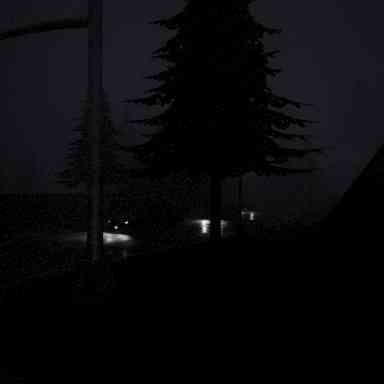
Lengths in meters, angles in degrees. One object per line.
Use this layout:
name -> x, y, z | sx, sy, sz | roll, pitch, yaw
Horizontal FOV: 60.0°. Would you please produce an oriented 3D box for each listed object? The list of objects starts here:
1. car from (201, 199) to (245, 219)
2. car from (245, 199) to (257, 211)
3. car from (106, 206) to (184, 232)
car -> 2.671, 1.547, 29.261 | 2.033, 1.411, 5.357 | 0, 0, 26
car -> 6.807, 1.547, 40.259 | 2.033, 1.411, 5.357 | 0, 0, 16
car -> -2.648, 1.547, 20.392 | 2.033, 1.411, 5.357 | 0, 0, 35
